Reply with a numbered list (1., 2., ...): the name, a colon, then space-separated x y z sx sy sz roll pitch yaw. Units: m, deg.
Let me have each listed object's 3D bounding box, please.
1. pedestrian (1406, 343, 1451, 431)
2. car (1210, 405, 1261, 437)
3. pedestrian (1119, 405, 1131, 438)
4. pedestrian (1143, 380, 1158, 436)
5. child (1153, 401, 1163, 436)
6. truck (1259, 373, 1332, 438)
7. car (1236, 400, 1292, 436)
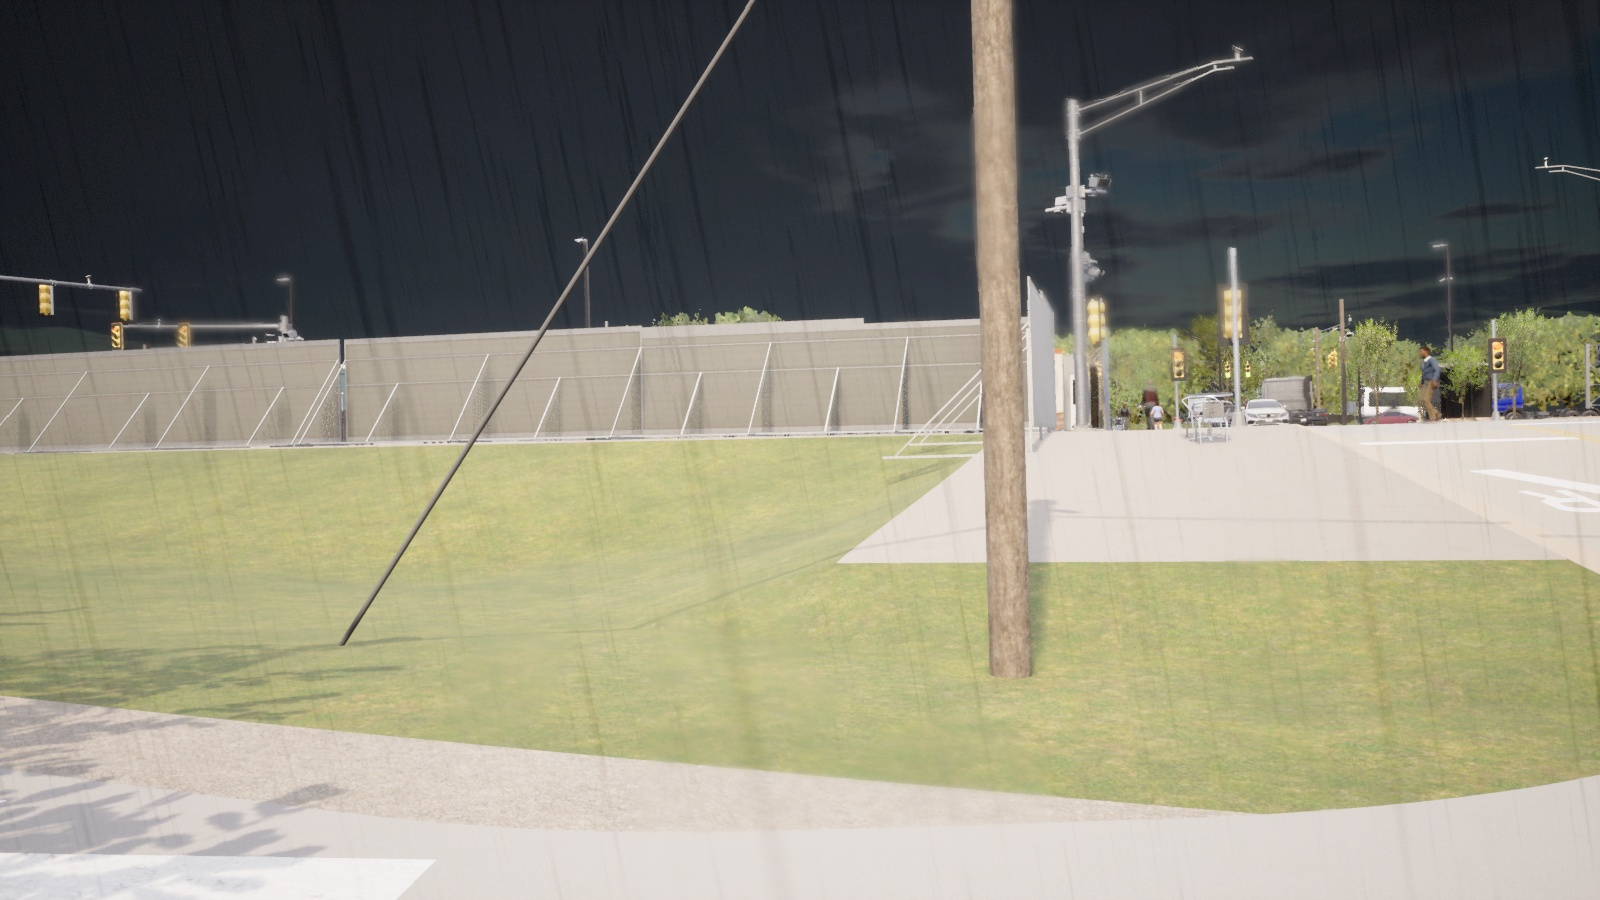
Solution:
1. pedestrian: 14.330 -1.430 28.641 0.788 1.949 0.423 -1 0 6
2. car: 24.159 -1.586 69.835 2.242 1.667 4.611 -1 0 14
3. pedestrian: 18.421 -1.611 71.145 0.563 1.883 0.849 -1 0 16
4. pedestrian: 11.827 -1.418 42.360 0.376 1.854 0.720 -1 0 9
5. child: 11.499 -1.019 40.325 0.255 1.110 0.394 -1 0 10
6. truck: 29.005 -2.508 73.823 2.891 3.462 7.936 -1 0 14
7. car: 20.682 -1.397 56.102 1.812 1.442 4.674 -1 0 14
